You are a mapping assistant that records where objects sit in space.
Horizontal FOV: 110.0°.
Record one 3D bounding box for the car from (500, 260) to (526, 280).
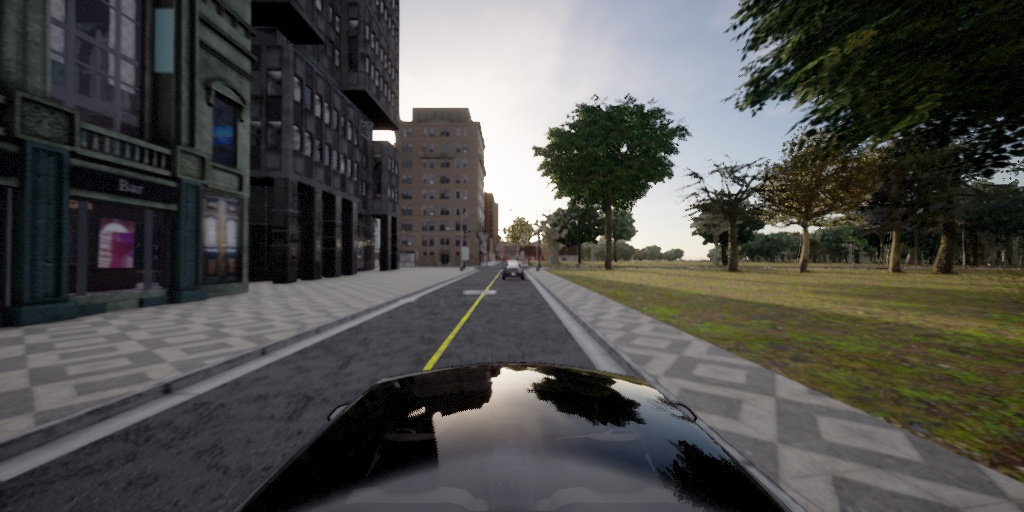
[{"bbox_3d":[0.108,1.272,31.272,1.812,1.442,4.674,0,0,0],"label":"car"}]
